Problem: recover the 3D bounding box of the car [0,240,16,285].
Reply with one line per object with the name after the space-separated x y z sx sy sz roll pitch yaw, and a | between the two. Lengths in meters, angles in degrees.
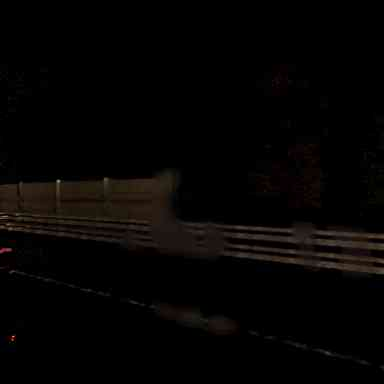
-6.384 1.556 8.421 4.902 1.511 2.128 0 0 35 | car
